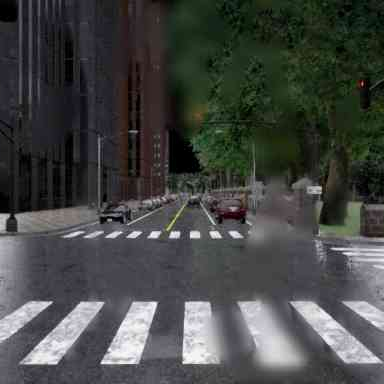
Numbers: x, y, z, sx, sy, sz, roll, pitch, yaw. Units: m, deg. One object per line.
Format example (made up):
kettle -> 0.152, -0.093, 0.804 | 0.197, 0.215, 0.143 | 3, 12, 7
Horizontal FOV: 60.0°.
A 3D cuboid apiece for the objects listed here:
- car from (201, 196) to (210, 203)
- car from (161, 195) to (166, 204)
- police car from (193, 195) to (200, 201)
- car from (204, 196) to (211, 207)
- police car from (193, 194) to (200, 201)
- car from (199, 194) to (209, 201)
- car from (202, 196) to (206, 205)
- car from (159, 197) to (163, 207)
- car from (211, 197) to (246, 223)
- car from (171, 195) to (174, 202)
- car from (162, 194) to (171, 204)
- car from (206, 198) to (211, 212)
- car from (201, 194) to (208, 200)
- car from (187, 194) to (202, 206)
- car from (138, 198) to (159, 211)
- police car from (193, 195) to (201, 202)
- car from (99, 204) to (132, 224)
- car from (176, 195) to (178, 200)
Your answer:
car -> 2.989, 1.593, 74.474 | 1.752, 1.417, 4.829 | 0, 0, 0
car -> -5.603, 1.622, 52.498 | 1.802, 1.307, 4.206 | 0, 0, 0
police car -> 1.144, 1.511, 85.967 | 1.930, 1.638, 5.238 | 0, 0, 0
car -> 2.889, 1.579, 41.565 | 2.008, 1.369, 4.403 | 0, 0, 0
police car -> 1.181, 1.521, 91.967 | 1.930, 1.638, 5.238 | 0, 0, 0
car -> 3.022, 1.399, 85.217 | 2.192, 1.841, 5.009 | 0, 0, 0
car -> 2.905, 1.585, 47.022 | 2.008, 1.369, 4.403 | 0, 0, 0
car -> -5.620, 1.616, 47.040 | 1.802, 1.307, 4.206 | 0, 0, 0
car -> 2.839, 1.326, 25.196 | 2.192, 1.841, 5.009 | 0, 0, 0
car -> -5.553, 1.374, 68.869 | 2.192, 1.841, 5.009 | 0, 0, 0
car -> -5.570, 1.635, 63.412 | 1.802, 1.307, 4.206 | 0, 0, 0
car -> 2.872, 1.588, 36.108 | 1.947, 1.339, 4.313 | 0, 0, 0
car -> 2.922, 1.481, 52.478 | 1.967, 1.590, 4.097 | 0, 0, 0
car -> 0.266, 1.546, 54.035 | 1.837, 1.490, 4.892 | 0, 0, 0
car -> -5.637, 1.579, 41.583 | 2.008, 1.369, 4.403 | 0, 0, 0
police car -> 1.132, 1.495, 75.967 | 1.930, 1.638, 5.238 | 0, 0, 0
car -> -5.687, 1.576, 25.213 | 1.947, 1.339, 4.313 | 0, 0, 0
car -> -5.486, 1.533, 90.697 | 1.967, 1.590, 4.097 | 0, 0, 0
